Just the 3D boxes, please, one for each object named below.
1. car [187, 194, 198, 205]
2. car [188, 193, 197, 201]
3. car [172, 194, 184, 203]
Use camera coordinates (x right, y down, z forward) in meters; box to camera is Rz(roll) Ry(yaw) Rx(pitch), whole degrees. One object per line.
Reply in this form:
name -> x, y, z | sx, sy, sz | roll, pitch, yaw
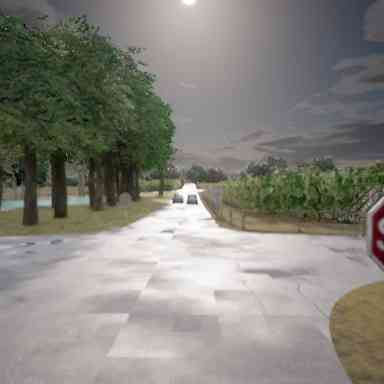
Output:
car -> 0.056, 1.493, 59.858 | 1.994, 1.385, 4.181 | 0, 1, 0
car -> 0.066, 1.049, 69.852 | 1.882, 1.535, 5.008 | 0, 1, 0
car -> -2.689, 1.208, 64.060 | 2.097, 1.767, 4.553 | 0, 1, 0
